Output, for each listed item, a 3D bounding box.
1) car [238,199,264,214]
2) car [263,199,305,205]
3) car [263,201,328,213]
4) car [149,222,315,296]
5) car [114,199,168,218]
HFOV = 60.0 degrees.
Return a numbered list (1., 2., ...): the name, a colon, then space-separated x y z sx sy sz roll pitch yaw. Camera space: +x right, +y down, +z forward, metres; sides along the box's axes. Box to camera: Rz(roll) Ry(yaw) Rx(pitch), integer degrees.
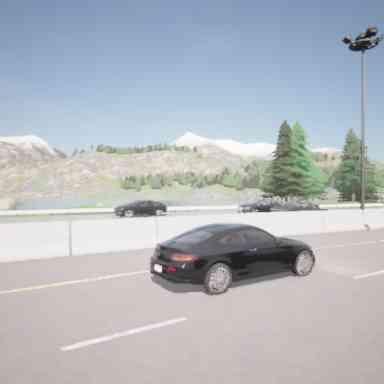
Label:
1. car: 6.676 1.472 32.027 4.902 1.511 2.128 0 0 -26
2. car: 9.154 1.485 29.358 4.902 1.511 2.128 0 0 -26
3. car: 7.991 1.596 24.892 4.718 1.301 1.895 0 0 -27
4. car: 1.174 1.517 8.615 4.674 1.442 1.812 0 0 -33
5. car: -4.573 1.446 29.904 4.892 1.490 1.837 0 0 -30
